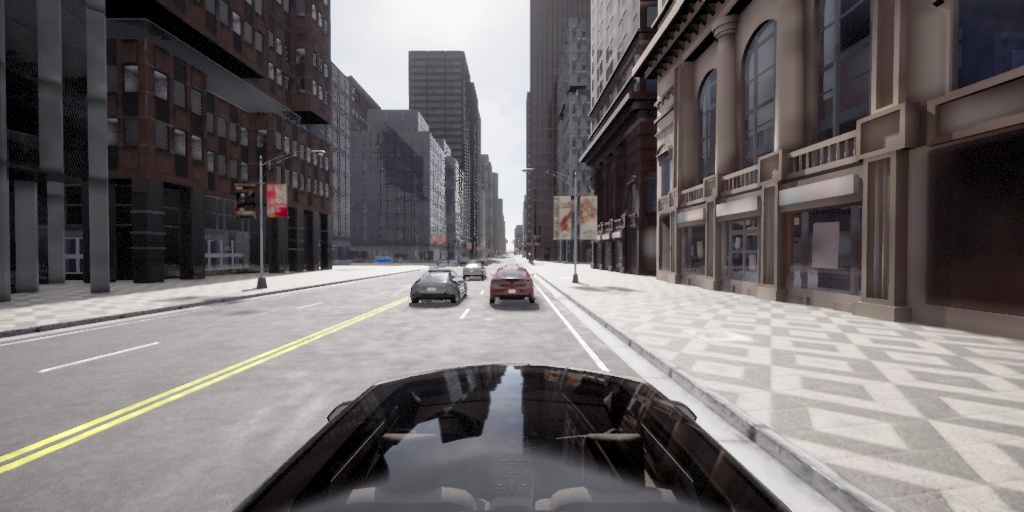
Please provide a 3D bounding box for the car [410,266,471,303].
[{"bbox_3d":[-3.250,1.317,16.502,1.994,1.385,4.181,0,0,0],"label":"car"}]

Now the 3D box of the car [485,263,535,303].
[{"bbox_3d":[0.000,1.229,16.502,1.882,1.535,5.008,0,0,0],"label":"car"}]

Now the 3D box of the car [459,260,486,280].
[{"bbox_3d":[-3.250,1.300,31.502,2.033,1.411,5.357,0,0,0],"label":"car"}]
